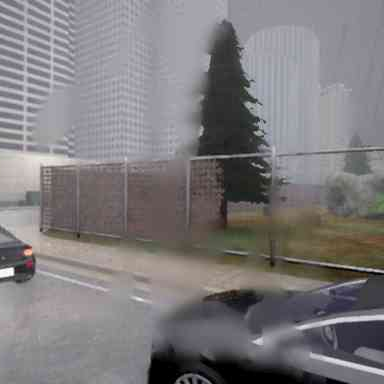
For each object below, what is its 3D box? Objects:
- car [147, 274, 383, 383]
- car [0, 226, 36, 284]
[{"bbox_3d":[1.784,1.491,2.727,4.902,1.511,2.128,1,0,35],"label":"car"},{"bbox_3d":[-5.549,1.416,7.992,4.674,1.442,1.812,1,1,37],"label":"car"}]
